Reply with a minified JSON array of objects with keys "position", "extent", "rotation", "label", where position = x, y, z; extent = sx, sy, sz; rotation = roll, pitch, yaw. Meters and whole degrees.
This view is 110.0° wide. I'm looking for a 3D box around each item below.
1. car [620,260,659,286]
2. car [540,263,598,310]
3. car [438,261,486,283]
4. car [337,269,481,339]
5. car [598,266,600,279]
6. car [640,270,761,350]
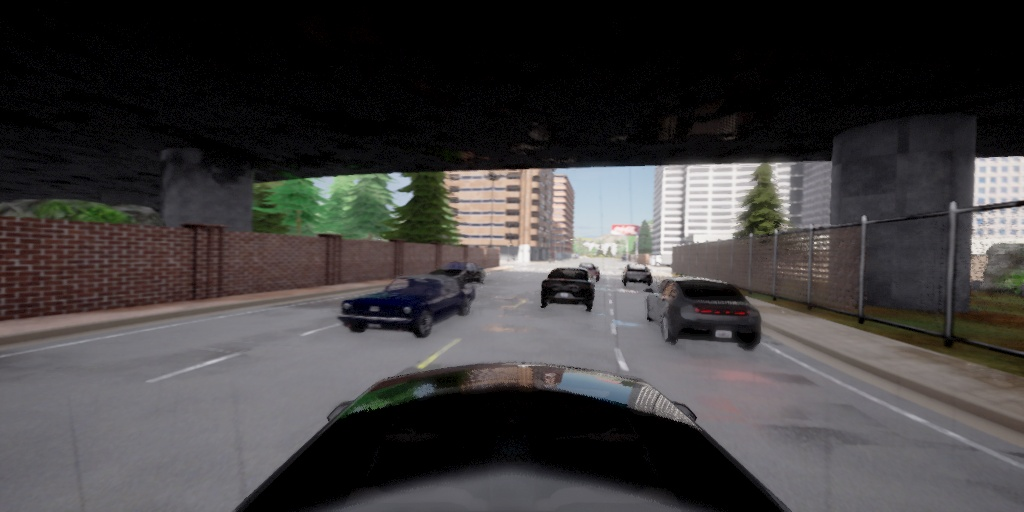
[{"position":[8.779,1.297,25.542],"extent":[2.128,1.511,4.902],"rotation":[2,0,14],"label":"car"},{"position":[2.389,1.186,14.691],"extent":[1.882,1.535,5.008],"rotation":[2,0,14],"label":"car"},{"position":[-3.168,1.026,21.956],"extent":[2.033,1.411,5.357],"rotation":[2,1,15],"label":"car"},{"position":[-2.528,1.204,9.858],"extent":[1.895,1.301,4.718],"rotation":[2,0,11],"label":"car"},{"position":[6.227,1.255,29.839],"extent":[1.994,1.385,4.181],"rotation":[2,1,15],"label":"car"},{"position":[4.796,1.330,9.611],"extent":[1.837,1.490,4.892],"rotation":[1,0,12],"label":"car"}]
